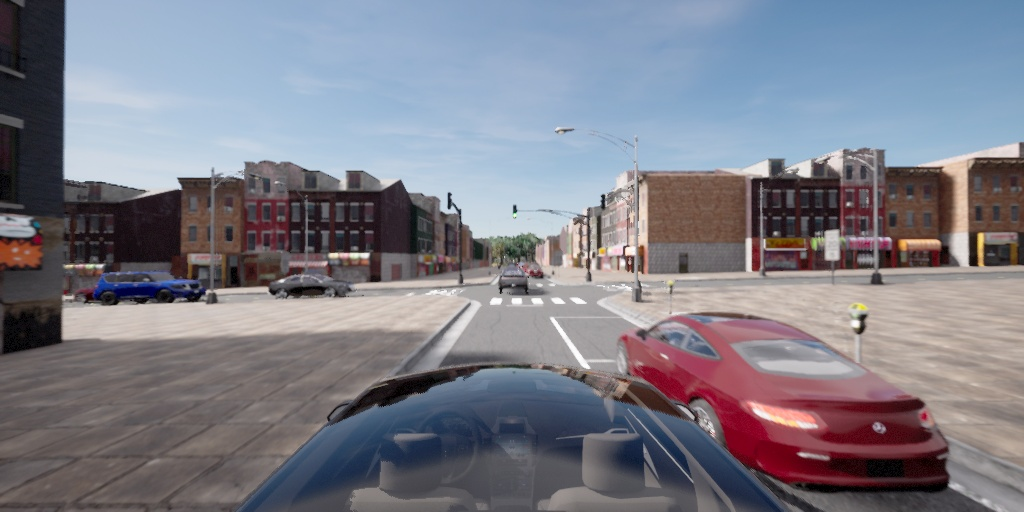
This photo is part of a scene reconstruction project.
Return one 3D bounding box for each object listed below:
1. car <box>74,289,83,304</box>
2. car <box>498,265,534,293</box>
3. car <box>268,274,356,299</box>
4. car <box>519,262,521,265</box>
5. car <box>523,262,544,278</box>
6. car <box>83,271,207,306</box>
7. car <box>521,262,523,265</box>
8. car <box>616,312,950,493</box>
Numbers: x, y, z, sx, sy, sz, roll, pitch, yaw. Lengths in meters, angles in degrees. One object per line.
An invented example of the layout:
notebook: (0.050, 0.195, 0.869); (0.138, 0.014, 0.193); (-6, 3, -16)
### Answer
car: (-27.391, 2.409, 25.033); (5.008, 1.535, 1.882); (-2, 0, 0)
car: (0.094, 1.547, 23.511); (2.128, 1.511, 4.902); (0, -1, 0)
car: (-12.270, 1.855, 22.110); (4.902, 1.511, 2.128); (-2, 0, 0)
car: (2.632, 1.830, 52.735); (2.192, 1.841, 5.009); (0, 0, 0)
car: (2.633, 1.778, 41.932); (1.967, 1.591, 4.097); (0, 0, 0)
car: (-22.191, 1.934, 22.088); (5.566, 2.045, 2.150); (-2, 0, 0)
car: (2.632, 1.741, 47.333); (2.192, 1.841, 5.009); (0, 0, 0)
car: (2.637, 1.369, 4.595); (1.802, 1.307, 4.207); (0, 0, 0)
